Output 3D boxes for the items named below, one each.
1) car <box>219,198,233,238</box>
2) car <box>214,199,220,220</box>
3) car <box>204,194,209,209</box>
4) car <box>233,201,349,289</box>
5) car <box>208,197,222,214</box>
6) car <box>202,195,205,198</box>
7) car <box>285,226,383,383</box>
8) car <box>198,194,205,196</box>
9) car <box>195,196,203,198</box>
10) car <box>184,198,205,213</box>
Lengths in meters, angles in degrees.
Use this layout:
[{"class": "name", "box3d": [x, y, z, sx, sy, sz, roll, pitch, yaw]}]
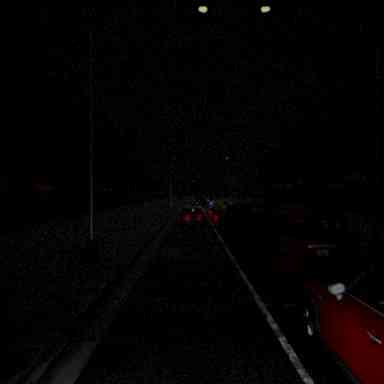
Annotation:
[{"class": "car", "box3d": [2.636, 1.313, 14.495, 2.192, 1.841, 5.009, -1, 0, 0]}, {"class": "car", "box3d": [2.639, 1.441, 19.897, 1.967, 1.590, 4.097, -1, 0, 0]}, {"class": "car", "box3d": [3.008, 1.379, 41.861, 2.097, 1.767, 4.553, 0, 0, 0]}, {"class": "car", "box3d": [2.633, 1.313, 9.092, 2.192, 1.841, 5.009, -1, 0, 0]}, {"class": "car", "box3d": [3.042, 1.472, 35.080, 1.801, 1.575, 5.366, 0, 0, 0]}, {"class": "car", "box3d": [2.657, 1.637, 57.714, 1.802, 1.307, 4.206, -1, 0, 0]}, {"class": "car", "box3d": [2.632, 1.439, 3.690, 1.967, 1.590, 4.097, -1, 0, 0]}, {"class": "car", "box3d": [2.661, 1.522, 68.519, 1.967, 1.590, 4.097, -1, 0, 0]}, {"class": "car", "box3d": [0.121, 1.597, 46.950, 1.994, 1.385, 4.181, 0, 0, 0]}, {"class": "car", "box3d": [0.124, 1.618, 36.729, 1.895, 1.301, 4.718, 0, 0, 0]}]
